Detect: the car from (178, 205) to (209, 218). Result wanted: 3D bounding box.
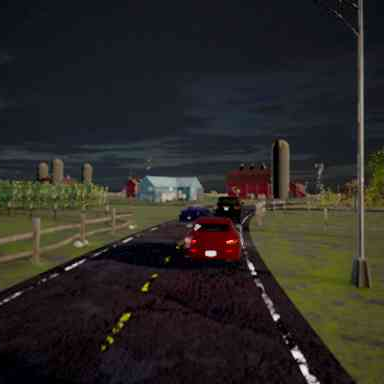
[{"bbox_3d":[0.228,1.764,28.361,1.895,1.301,4.718,0,0,12],"label":"car"}]

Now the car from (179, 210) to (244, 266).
[{"bbox_3d":[0.756,1.594,11.752,1.812,1.442,4.674,0,0,5],"label":"car"}]

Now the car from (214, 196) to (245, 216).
[{"bbox_3d":[3.163,1.392,28.058,2.150,2.045,5.566,0,0,12],"label":"car"}]
